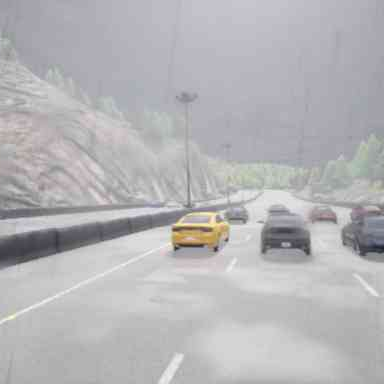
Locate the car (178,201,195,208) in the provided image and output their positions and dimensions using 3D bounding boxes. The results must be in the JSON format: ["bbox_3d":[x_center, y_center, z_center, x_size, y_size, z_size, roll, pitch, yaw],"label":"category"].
[{"bbox_3d":[-0.724,2.606,69.452,1.882,1.535,5.008,-1,-1,14],"label":"car"}]

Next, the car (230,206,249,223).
[{"bbox_3d":[3.934,1.930,29.172,2.033,1.411,5.357,-1,-1,14],"label":"car"}]

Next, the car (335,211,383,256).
[{"bbox_3d":[7.285,1.635,13.247,1.994,1.385,4.181,-1,-1,14],"label":"car"}]

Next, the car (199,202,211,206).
[{"bbox_3d":[2.675,2.672,68.611,1.895,1.301,4.718,-1,-1,14],"label":"car"}]

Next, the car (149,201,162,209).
[{"bbox_3d":[-7.527,2.709,71.096,1.882,1.535,5.008,-1,-1,14],"label":"car"}]

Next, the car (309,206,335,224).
[{"bbox_3d":[10.811,1.848,27.819,1.994,1.385,4.181,-1,-1,14],"label":"car"}]

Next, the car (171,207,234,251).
[{"bbox_3d":[0.528,1.655,15.079,1.882,1.535,5.008,-1,-1,14],"label":"car"}]

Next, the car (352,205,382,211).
[{"bbox_3d":[14.236,1.760,27.095,1.812,1.442,4.674,-1,-1,14],"label":"car"}]

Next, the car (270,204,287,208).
[{"bbox_3d":[7.413,1.843,28.661,1.837,1.490,4.892,-1,-1,14],"label":"car"}]

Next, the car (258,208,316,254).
[{"bbox_3d":[3.884,1.630,14.073,1.837,1.490,4.892,-1,-1,14],"label":"car"}]

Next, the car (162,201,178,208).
[{"bbox_3d":[-4.125,2.704,70.273,1.812,1.442,4.674,-1,-1,14],"label":"car"}]
